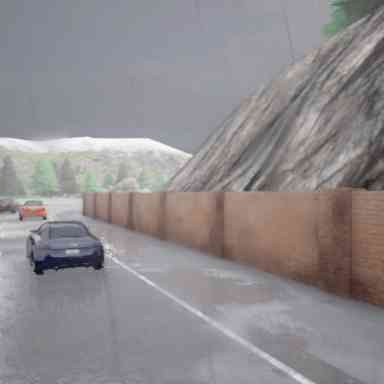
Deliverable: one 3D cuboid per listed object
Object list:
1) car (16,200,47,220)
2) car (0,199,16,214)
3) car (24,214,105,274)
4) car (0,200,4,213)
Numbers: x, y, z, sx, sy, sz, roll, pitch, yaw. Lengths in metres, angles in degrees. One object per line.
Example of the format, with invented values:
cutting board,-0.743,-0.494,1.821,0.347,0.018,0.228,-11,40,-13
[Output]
car,-14.136,1.513,29.786,2.097,1.767,4.553,1,-1,-23
car,-20.917,1.530,38.035,2.097,1.767,4.553,1,-1,-17
car,-4.270,1.634,10.981,1.994,1.385,4.181,1,-1,-29
car,-16.863,1.654,27.046,2.033,1.411,5.357,1,-1,-26
